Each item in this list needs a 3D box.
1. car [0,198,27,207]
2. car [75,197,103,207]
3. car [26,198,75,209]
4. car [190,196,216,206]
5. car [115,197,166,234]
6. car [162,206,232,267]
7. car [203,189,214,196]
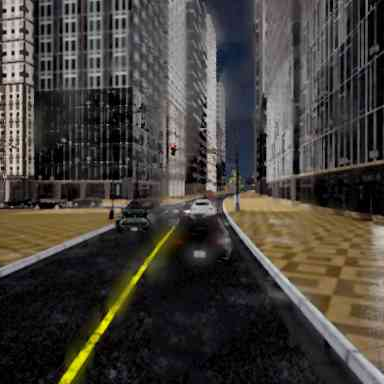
[{"bbox_3d":[-25.996,1.566,49.961,4.313,1.339,1.947,-1,1,12],"label":"car"},{"bbox_3d":[-14.989,1.380,47.636,4.403,1.369,2.008,-1,1,12],"label":"car"},{"bbox_3d":[-16.720,1.421,39.436,4.403,1.369,2.008,-1,1,12],"label":"car"},{"bbox_3d":[0.801,1.287,24.722,1.812,1.442,4.674,0,0,3],"label":"car"},{"bbox_3d":[-2.674,1.177,18.076,2.097,1.767,4.553,0,1,3],"label":"car"},{"bbox_3d":[0.268,1.423,10.884,1.812,1.442,4.674,0,1,2],"label":"car"},{"bbox_3d":[4.064,0.338,82.267,2.150,2.045,5.566,0,1,10],"label":"car"}]
